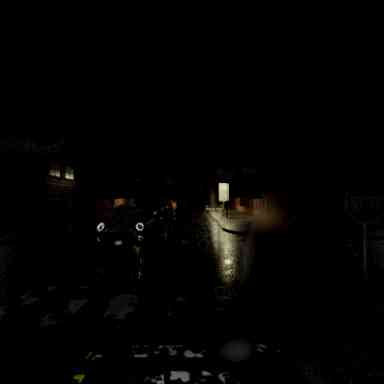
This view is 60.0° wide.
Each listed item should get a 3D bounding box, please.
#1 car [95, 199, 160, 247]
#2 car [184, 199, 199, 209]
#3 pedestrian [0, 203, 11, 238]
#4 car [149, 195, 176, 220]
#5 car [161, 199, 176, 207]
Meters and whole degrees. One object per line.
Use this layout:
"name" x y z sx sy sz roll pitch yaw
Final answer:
"car" -2.871 1.398 15.199 2.097 1.767 4.553 -1 0 0
"car" -0.092 1.735 48.982 1.882 1.535 5.008 0 -1 -3
"pedestrian" -9.679 1.422 17.014 0.375 1.860 0.375 0 -1 1
"car" -2.869 1.316 29.091 2.150 2.045 5.566 0 -1 0
"car" -4.218 1.973 59.008 1.895 1.301 4.718 0 -1 -14
